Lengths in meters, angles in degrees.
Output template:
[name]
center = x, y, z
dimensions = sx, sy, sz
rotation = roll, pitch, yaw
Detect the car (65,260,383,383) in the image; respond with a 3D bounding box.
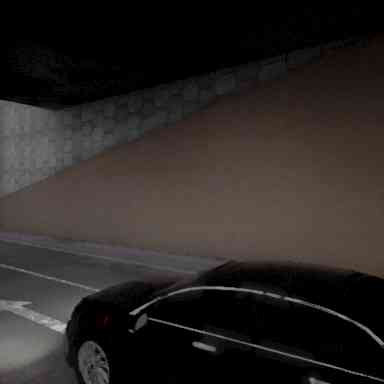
[car]
center = 0.652, 1.508, 3.463
dimensions = 4.892, 1.490, 1.837
rotation = 1, 0, 36
